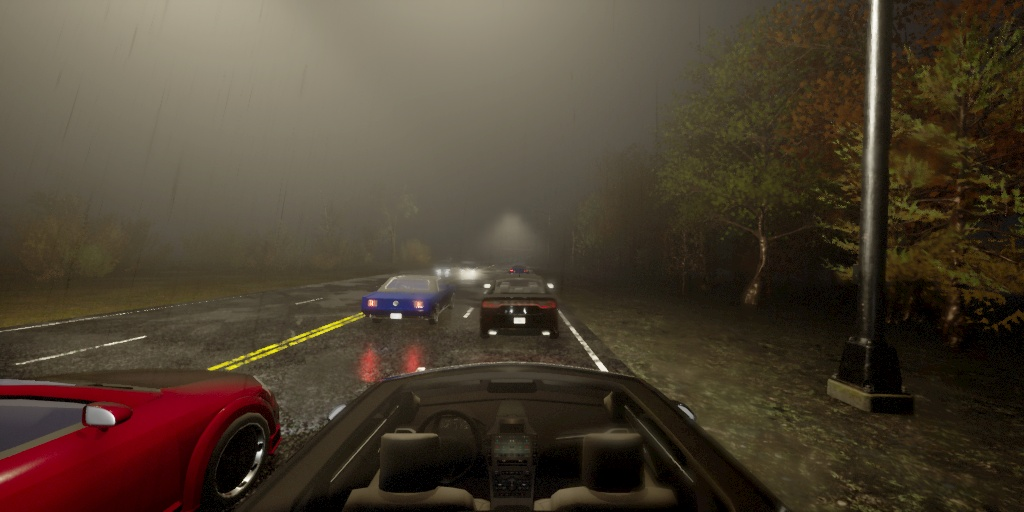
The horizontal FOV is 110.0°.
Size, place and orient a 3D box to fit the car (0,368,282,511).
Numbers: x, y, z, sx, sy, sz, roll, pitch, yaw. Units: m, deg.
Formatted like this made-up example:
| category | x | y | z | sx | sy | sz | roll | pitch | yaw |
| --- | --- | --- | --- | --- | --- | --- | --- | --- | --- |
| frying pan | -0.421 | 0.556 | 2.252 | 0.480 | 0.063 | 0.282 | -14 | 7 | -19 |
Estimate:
| category | x | y | z | sx | sy | sz | roll | pitch | yaw |
| --- | --- | --- | --- | --- | --- | --- | --- | --- | --- |
| car | -3.141 | 1.241 | 1.621 | 1.994 | 1.385 | 4.181 | 2 | 0 | 1 |

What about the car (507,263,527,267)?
| category | x | y | z | sx | sy | sz | roll | pitch | yaw |
| --- | --- | --- | --- | --- | --- | --- | --- | --- | --- |
| car | 0.533 | 1.296 | 30.611 | 1.812 | 1.442 | 4.674 | 1 | 0 | 0 |

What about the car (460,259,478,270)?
| category | x | y | z | sx | sy | sz | roll | pitch | yaw |
| --- | --- | --- | --- | --- | --- | --- | --- | --- | --- |
| car | -5.790 | 1.093 | 49.181 | 1.812 | 1.442 | 4.674 | 2 | 0 | 2 |

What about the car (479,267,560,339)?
| category | x | y | z | sx | sy | sz | roll | pitch | yaw |
| --- | --- | --- | --- | --- | --- | --- | --- | --- | --- |
| car | 0.203 | 1.235 | 10.163 | 1.882 | 1.535 | 5.008 | 0 | 0 | 1 |

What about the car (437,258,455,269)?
| category | x | y | z | sx | sy | sz | roll | pitch | yaw |
| --- | --- | --- | --- | --- | --- | --- | --- | --- | --- |
| car | -9.030 | 0.959 | 49.435 | 2.128 | 1.511 | 4.902 | 2 | 0 | 2 |

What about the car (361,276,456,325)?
| category | x | y | z | sx | sy | sz | roll | pitch | yaw |
| --- | --- | --- | --- | --- | --- | --- | --- | --- | --- |
| car | -3.014 | 1.281 | 11.575 | 1.895 | 1.301 | 4.718 | 2 | 0 | 0 |
